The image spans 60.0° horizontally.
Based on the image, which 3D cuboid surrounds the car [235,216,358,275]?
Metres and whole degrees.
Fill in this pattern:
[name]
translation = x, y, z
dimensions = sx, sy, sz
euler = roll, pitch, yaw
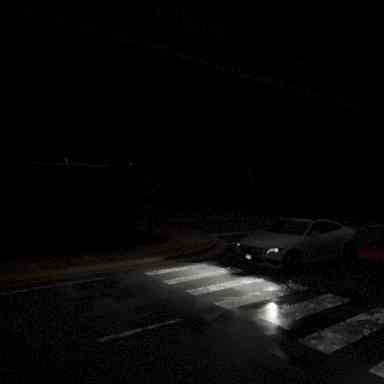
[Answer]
[car]
translation = 3.479, 1.528, 10.612
dimensions = 4.674, 1.442, 1.812
euler = 0, 0, -35
